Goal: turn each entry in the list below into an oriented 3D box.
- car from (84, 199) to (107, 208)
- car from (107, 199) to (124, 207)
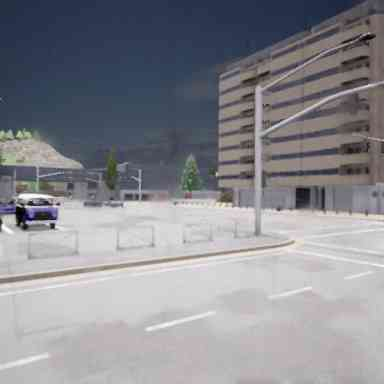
[{"bbox_3d":[-15.876,1.856,53.665,1.895,1.301,4.718,1,0,-35],"label":"car"},{"bbox_3d":[-13.024,1.895,55.693,1.895,1.301,4.718,1,0,-35],"label":"car"}]
